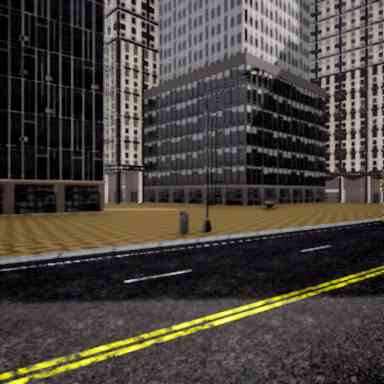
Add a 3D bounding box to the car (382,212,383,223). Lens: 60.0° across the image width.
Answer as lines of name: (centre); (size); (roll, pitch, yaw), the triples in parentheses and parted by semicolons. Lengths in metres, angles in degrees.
car: (15.562, 1.527, 24.076); (5.008, 1.535, 1.882); (0, 0, -40)
